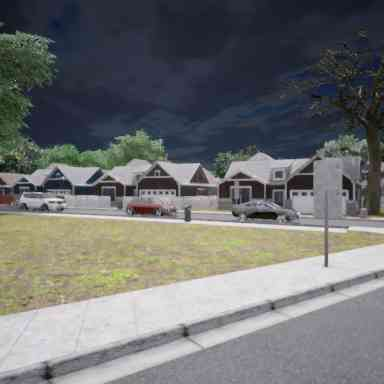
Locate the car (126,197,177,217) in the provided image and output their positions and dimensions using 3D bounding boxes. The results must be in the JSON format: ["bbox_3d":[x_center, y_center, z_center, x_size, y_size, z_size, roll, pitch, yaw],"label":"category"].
[{"bbox_3d":[-3.529,1.236,29.074,4.553,1.767,2.097,0,0,28],"label":"car"}]

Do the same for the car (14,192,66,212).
[{"bbox_3d":[-16.061,1.048,35.695,5.566,2.045,2.150,1,0,28],"label":"car"}]

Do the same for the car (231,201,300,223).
[{"bbox_3d":[5.279,1.415,24.113,4.902,1.511,2.128,0,0,30],"label":"car"}]

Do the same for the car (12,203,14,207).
[{"bbox_3d":[-19.555,1.367,40.744,5.357,1.411,2.033,0,0,28],"label":"car"}]
